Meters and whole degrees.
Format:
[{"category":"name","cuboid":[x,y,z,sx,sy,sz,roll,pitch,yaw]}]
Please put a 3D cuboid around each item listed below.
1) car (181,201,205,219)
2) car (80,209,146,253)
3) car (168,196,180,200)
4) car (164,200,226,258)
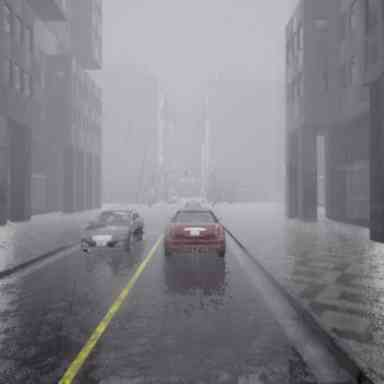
[{"category":"car","cuboid":[0.100,1.600,30.124,1.994,1.385,4.181,0,0,0]},{"category":"car","cuboid":[-3.100,1.496,13.835,2.128,1.511,4.902,0,0,0]},{"category":"car","cuboid":[-3.000,1.360,55.434,1.812,1.442,4.674,0,0,0]},{"category":"car","cuboid":[0.099,1.357,12.994,2.097,1.767,4.553,0,0,0]}]
